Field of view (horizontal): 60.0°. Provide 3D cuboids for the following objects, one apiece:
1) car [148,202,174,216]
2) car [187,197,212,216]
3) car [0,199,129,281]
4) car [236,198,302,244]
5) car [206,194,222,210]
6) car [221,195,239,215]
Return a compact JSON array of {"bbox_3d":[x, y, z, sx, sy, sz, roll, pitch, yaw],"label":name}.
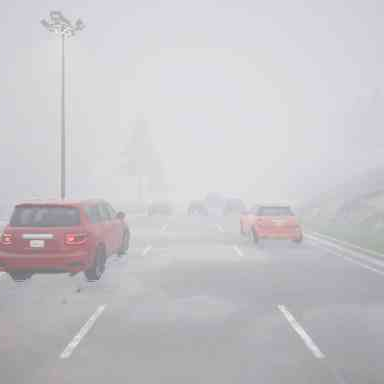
[{"bbox_3d":[-2.936,1.601,32.622,1.895,1.301,4.718,0,0,5],"label":"car"},{"bbox_3d":[0.655,1.505,32.623,1.837,1.490,4.892,0,0,6],"label":"car"},{"bbox_3d":[-3.401,1.222,9.987,2.150,2.045,5.566,0,0,0],"label":"car"},{"bbox_3d":[3.601,1.352,15.895,2.097,1.767,4.553,0,0,0],"label":"car"},{"bbox_3d":[3.091,1.221,43.372,2.150,2.045,5.566,0,0,15],"label":"car"},{"bbox_3d":[4.207,1.353,33.276,2.097,1.767,4.553,0,0,7],"label":"car"}]
